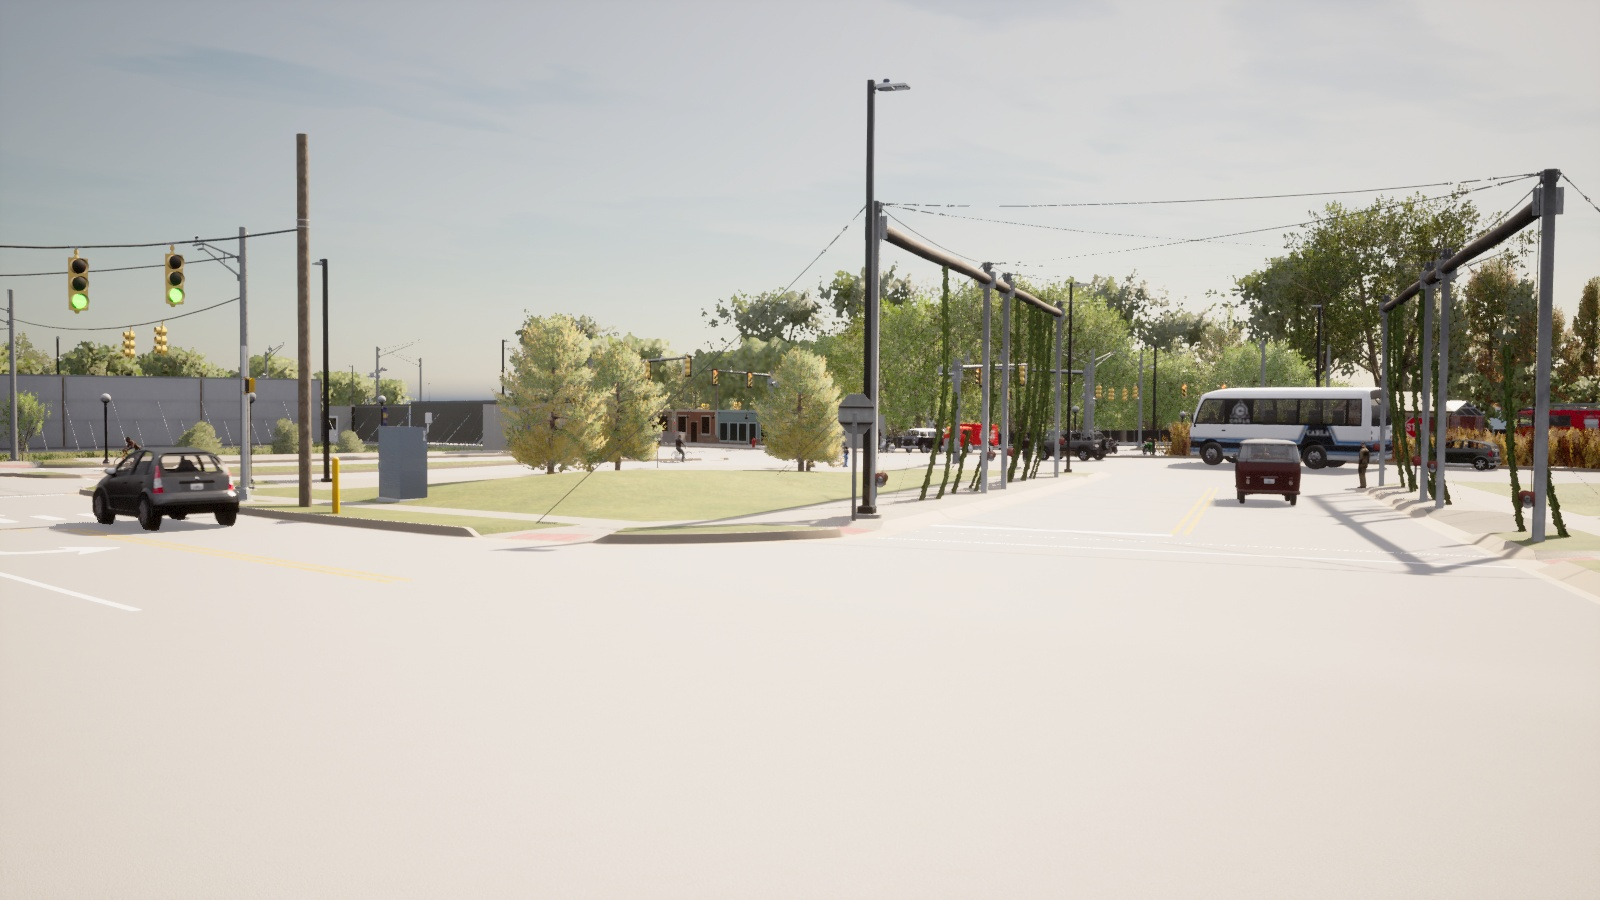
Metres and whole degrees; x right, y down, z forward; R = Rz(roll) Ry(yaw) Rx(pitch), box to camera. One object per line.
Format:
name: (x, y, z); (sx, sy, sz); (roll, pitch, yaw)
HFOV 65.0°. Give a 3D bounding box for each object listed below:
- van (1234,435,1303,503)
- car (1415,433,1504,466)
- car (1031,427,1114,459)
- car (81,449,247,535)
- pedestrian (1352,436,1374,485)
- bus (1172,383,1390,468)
van: (14.492, 0.522, 39.043); (1.775, 1.987, 4.442); (1, 1, 18)
car: (34.010, -0.041, 64.822); (3.705, 1.549, 1.789); (2, 3, 44)
car: (16.626, -0.407, 76.758); (4.605, 1.855, 1.932); (0, 2, 44)
car: (-13.312, 0.811, 26.203); (3.988, 1.617, 1.851); (0, 2, 44)
pedestrian: (22.365, 0.416, 49.883); (0.396, 1.930, 0.692); (-1, 3, -27)
bus: (25.761, -1.439, 67.763); (10.273, 4.253, 3.944); (2, 4, 44)
